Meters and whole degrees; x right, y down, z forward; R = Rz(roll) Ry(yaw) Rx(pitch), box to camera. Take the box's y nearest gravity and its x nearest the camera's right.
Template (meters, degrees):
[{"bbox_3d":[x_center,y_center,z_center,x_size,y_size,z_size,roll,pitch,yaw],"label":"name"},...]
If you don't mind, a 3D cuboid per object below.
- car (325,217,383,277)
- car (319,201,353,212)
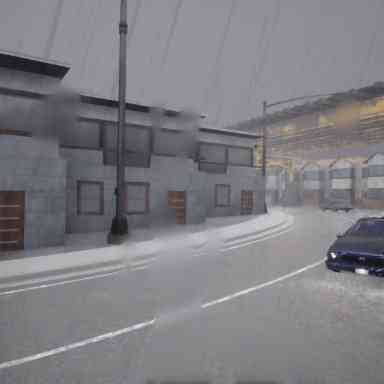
[{"bbox_3d":[5.695,1.496,10.009,2.033,1.411,5.357,0,0,38],"label":"car"},{"bbox_3d":[18.561,1.838,43.049,2.033,1.411,5.357,1,-1,-7],"label":"car"}]
